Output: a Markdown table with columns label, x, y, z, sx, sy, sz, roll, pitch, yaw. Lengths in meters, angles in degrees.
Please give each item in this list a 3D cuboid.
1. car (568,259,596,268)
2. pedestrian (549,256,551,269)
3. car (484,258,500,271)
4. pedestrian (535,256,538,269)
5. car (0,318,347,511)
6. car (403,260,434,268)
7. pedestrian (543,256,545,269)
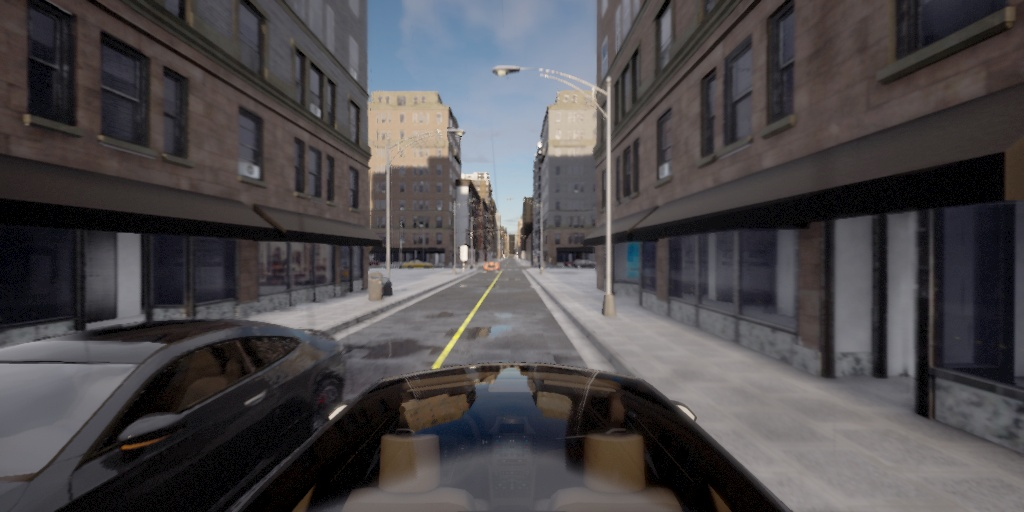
| label | x | y | z | sx | sy | sz | roll | pitch | yaw |
| --- | --- | --- | --- | --- | --- | --- | --- | --- | --- |
| car | 11.774 | 1.346 | 57.308 | 4.403 | 1.370 | 2.007 | 0 | 0 | 0 |
| pedestrian | 5.519 | 0.919 | 51.517 | 0.375 | 1.860 | 0.375 | 0 | 0 | 0 |
| car | -2.741 | 1.120 | 49.721 | 2.097 | 1.767 | 4.553 | 0 | 0 | 0 |
| pedestrian | 3.519 | 0.913 | 52.117 | 0.375 | 1.860 | 0.375 | 0 | 0 | 0 |
| car | -2.850 | 1.276 | 2.501 | 1.812 | 1.442 | 4.674 | 0 | 0 | 0 |
| car | -14.902 | 1.317 | 57.335 | 4.829 | 1.417 | 1.751 | 0 | 0 | 0 |
| pedestrian | 4.519 | 0.912 | 50.917 | 0.375 | 1.860 | 0.375 | 0 | 0 | 0 |
